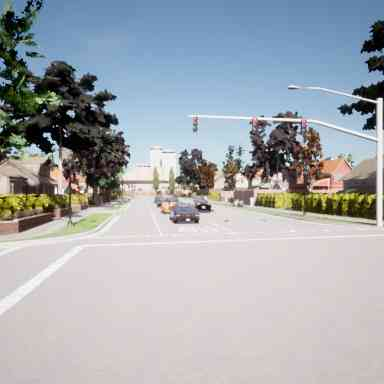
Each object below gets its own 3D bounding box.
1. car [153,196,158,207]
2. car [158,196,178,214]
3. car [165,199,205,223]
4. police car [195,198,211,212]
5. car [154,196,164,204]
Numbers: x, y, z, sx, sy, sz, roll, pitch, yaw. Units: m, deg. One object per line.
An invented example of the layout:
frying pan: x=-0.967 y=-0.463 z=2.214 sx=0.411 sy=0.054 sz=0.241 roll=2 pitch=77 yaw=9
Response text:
car: x=-4.160 y=1.492 z=48.873 sx=2.128 sy=1.511 sz=4.902 roll=0 pitch=0 yaw=-9
car: x=-2.113 y=1.352 z=35.269 sx=2.097 sy=1.767 sz=4.553 roll=0 pitch=0 yaw=-9
car: x=-0.676 y=1.547 z=25.749 sx=2.033 sy=1.411 sz=5.357 roll=0 pitch=0 yaw=-9
police car: x=0.907 y=1.509 z=39.343 sx=2.038 sy=1.542 sz=4.974 roll=0 pitch=0 yaw=-9
car: x=-6.451 y=1.526 z=64.646 sx=1.812 sy=1.442 sz=4.674 roll=0 pitch=0 yaw=-8
